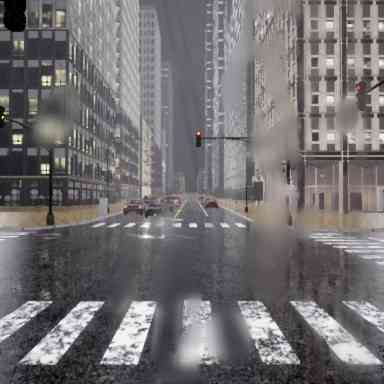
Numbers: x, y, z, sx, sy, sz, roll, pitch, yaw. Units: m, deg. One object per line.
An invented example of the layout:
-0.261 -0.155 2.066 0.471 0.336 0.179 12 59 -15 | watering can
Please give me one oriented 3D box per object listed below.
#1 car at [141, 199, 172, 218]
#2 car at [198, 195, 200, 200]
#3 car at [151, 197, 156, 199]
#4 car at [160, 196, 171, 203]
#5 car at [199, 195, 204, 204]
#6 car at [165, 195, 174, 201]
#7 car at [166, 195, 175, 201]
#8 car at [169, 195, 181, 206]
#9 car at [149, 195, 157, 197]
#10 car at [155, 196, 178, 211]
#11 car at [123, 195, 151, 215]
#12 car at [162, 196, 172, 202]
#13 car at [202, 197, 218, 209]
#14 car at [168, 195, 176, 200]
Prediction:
-3.127 1.612 30.313 1.895 1.301 4.718 0 0 0 | car
2.647 1.590 61.770 1.947 1.339 4.313 1 0 0 | car
-5.713 1.597 39.392 1.802 1.307 4.206 1 0 0 | car
-5.743 1.573 72.843 1.887 1.381 4.507 1 0 0 | car
2.653 1.547 56.362 1.752 1.417 4.829 1 0 0 | car
-5.754 1.578 83.993 1.887 1.381 4.507 1 0 0 | car
-5.759 1.587 89.568 2.008 1.369 4.403 1 0 0 | car
-3.135 1.371 49.908 2.097 1.767 4.553 0 0 0 | car
-5.713 1.332 44.967 2.192 1.841 5.009 1 0 0 | car
-3.132 1.562 39.879 2.033 1.411 5.357 0 0 0 | car
-5.705 1.453 33.817 1.967 1.590 4.097 1 0 0 | car
-5.748 1.582 78.418 2.008 1.369 4.403 1 0 0 | car
2.661 1.599 45.037 1.802 1.307 4.206 1 0 0 | car
-5.764 1.605 95.144 1.947 1.339 4.313 1 0 0 | car
